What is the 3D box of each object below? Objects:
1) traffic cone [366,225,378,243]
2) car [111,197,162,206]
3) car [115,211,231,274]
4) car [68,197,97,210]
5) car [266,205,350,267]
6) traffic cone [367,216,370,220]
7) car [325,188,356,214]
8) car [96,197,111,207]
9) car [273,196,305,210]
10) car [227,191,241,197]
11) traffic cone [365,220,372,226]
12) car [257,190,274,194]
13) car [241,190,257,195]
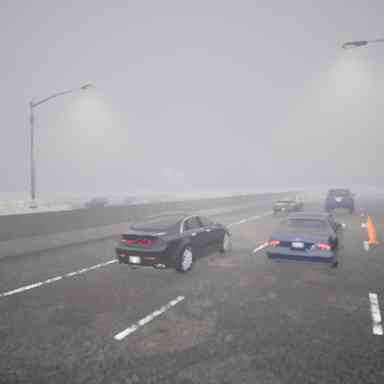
[{"bbox_3d":[7.143,1.705,13.122,0.340,0.580,0.340,0,1,27],"label":"traffic cone"},{"bbox_3d":[-3.865,1.204,27.154,2.033,1.411,5.357,0,1,27],"label":"car"},{"bbox_3d":[-0.319,1.363,10.290,1.837,1.490,4.892,0,1,27],"label":"car"},{"bbox_3d":[-9.502,1.173,31.538,1.812,1.442,4.674,0,1,27],"label":"car"},{"bbox_3d":[3.829,1.361,10.762,2.033,1.411,5.357,0,1,26],"label":"car"},{"bbox_3d":[8.928,1.639,16.701,0.340,0.580,0.340,0,1,27],"label":"traffic cone"},{"bbox_3d":[12.843,0.698,28.841,2.150,2.045,5.566,0,1,27],"label":"car"},{"bbox_3d":[-6.174,1.159,30.366,1.812,1.442,4.674,0,1,27],"label":"car"},{"bbox_3d":[7.829,1.046,26.627,2.128,1.511,4.902,0,1,26],"label":"car"},{"bbox_3d":[8.699,0.472,67.810,2.128,1.511,4.902,0,1,27],"label":"car"},{"bbox_3d":[8.036,1.672,14.912,0.340,0.580,0.340,0,1,27],"label":"traffic cone"},{"bbox_3d":[14.528,0.437,63.840,1.882,1.535,5.008,0,1,27],"label":"car"},{"bbox_3d":[12.053,0.451,66.697,2.128,1.511,4.902,0,1,27],"label":"car"}]
